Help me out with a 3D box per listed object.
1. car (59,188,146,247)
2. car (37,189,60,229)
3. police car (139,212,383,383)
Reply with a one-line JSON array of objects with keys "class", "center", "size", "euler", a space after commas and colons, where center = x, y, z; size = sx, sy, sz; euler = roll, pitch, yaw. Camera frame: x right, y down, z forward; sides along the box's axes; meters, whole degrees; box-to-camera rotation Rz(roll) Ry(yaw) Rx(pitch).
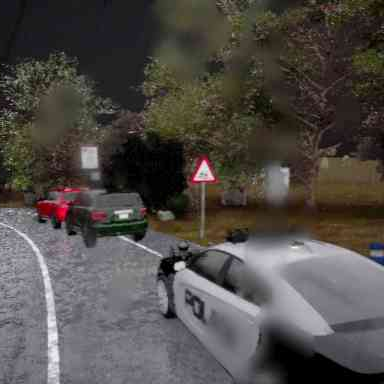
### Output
[{"class": "car", "center": [-3.719, 0.886, 13.731], "size": [2.150, 2.045, 5.566], "euler": [-3, 3, -31]}, {"class": "car", "center": [-7.211, 0.805, 18.941], "size": [2.150, 2.045, 5.566], "euler": [-4, 3, -36]}, {"class": "police car", "center": [0.909, 1.279, 4.503], "size": [1.930, 1.638, 5.238], "euler": [-2, 2, -22]}]
